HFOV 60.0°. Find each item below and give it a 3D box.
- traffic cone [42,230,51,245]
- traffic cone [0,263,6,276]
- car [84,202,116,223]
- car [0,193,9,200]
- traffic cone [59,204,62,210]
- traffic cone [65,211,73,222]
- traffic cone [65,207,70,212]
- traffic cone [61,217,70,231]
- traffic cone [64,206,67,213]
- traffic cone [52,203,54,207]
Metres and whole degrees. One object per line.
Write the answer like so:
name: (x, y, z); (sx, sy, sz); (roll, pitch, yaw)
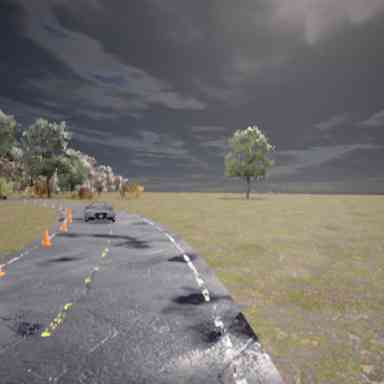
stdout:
traffic cone: (-5.923, 1.857, 13.548); (0.340, 0.580, 0.340); (0, 0, -11)
traffic cone: (-5.138, 1.895, 8.771); (0.340, 0.580, 0.340); (0, 0, -7)
car: (-6.570, 1.387, 23.573); (1.994, 1.385, 4.181); (0, 0, -19)
car: (-36.052, 0.862, 61.800); (4.718, 1.301, 1.895); (1, 0, 33)
traffic cone: (-14.298, 1.617, 36.156); (0.340, 0.580, 0.340); (0, 0, -30)
traffic cone: (-8.401, 1.773, 22.904); (0.340, 0.580, 0.340); (0, 0, -18)
traffic cone: (-10.083, 1.725, 27.444); (0.340, 0.580, 0.340); (0, 1, -22)
traffic cone: (-7.012, 1.817, 18.266); (0.340, 0.580, 0.340); (0, 0, -15)
traffic cone: (-12.051, 1.673, 31.868); (0.340, 0.580, 0.340); (0, 1, -26)
traffic cone: (-16.815, 1.557, 40.292); (0.340, 0.580, 0.340); (0, 1, -33)
